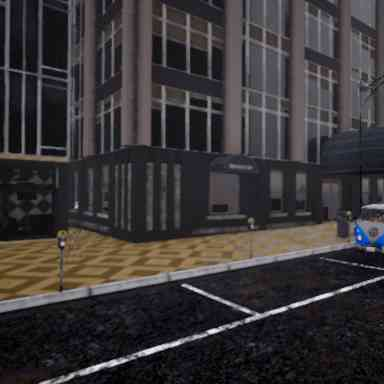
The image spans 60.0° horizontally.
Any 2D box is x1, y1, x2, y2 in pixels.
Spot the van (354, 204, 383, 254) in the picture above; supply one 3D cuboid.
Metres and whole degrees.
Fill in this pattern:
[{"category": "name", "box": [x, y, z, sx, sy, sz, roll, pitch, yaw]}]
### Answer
[{"category": "van", "box": [7.426, 1.302, 11.839, 3.998, 1.788, 1.690, 0, 1, -35]}]
